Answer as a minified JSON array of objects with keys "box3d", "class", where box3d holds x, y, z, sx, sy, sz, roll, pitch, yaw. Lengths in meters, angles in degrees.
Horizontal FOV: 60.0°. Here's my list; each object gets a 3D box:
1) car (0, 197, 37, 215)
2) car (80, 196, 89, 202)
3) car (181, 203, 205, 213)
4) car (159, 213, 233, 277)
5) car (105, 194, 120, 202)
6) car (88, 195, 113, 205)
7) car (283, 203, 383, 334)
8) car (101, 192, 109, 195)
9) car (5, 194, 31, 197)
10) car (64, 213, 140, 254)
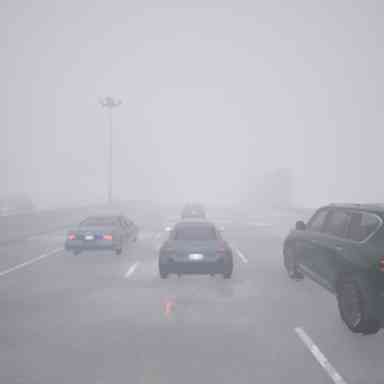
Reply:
[{"box3d":[-17.593,1.526,33.691,2.128,1.511,4.902,0,0,0],"class":"car"},{"box3d":[-24.192,1.661,76.357,1.895,1.301,4.718,0,0,1],"class":"car"},{"box3d":[0.103,1.592,28.263,1.994,1.385,4.181,0,0,0],"class":"car"},{"box3d":[0.101,1.574,10.260,1.994,1.385,4.181,0,0,0],"class":"car"},{"box3d":[-17.256,1.625,73.584,1.994,1.385,4.181,0,0,1],"class":"car"},{"box3d":[-14.069,1.577,51.618,1.812,1.442,4.674,0,0,0],"class":"car"},{"box3d":[3.601,1.229,6.888,2.150,2.045,5.566,0,0,0],"class":"car"},{"box3d":[-20.595,1.092,80.359,2.150,2.045,5.566,0,0,1],"class":"car"},{"box3d":[-21.089,1.263,39.738,2.150,2.045,5.566,0,0,0],"class":"car"},{"box3d":[-3.399,1.561,13.511,2.033,1.411,5.357,0,0,0],"class":"car"}]
